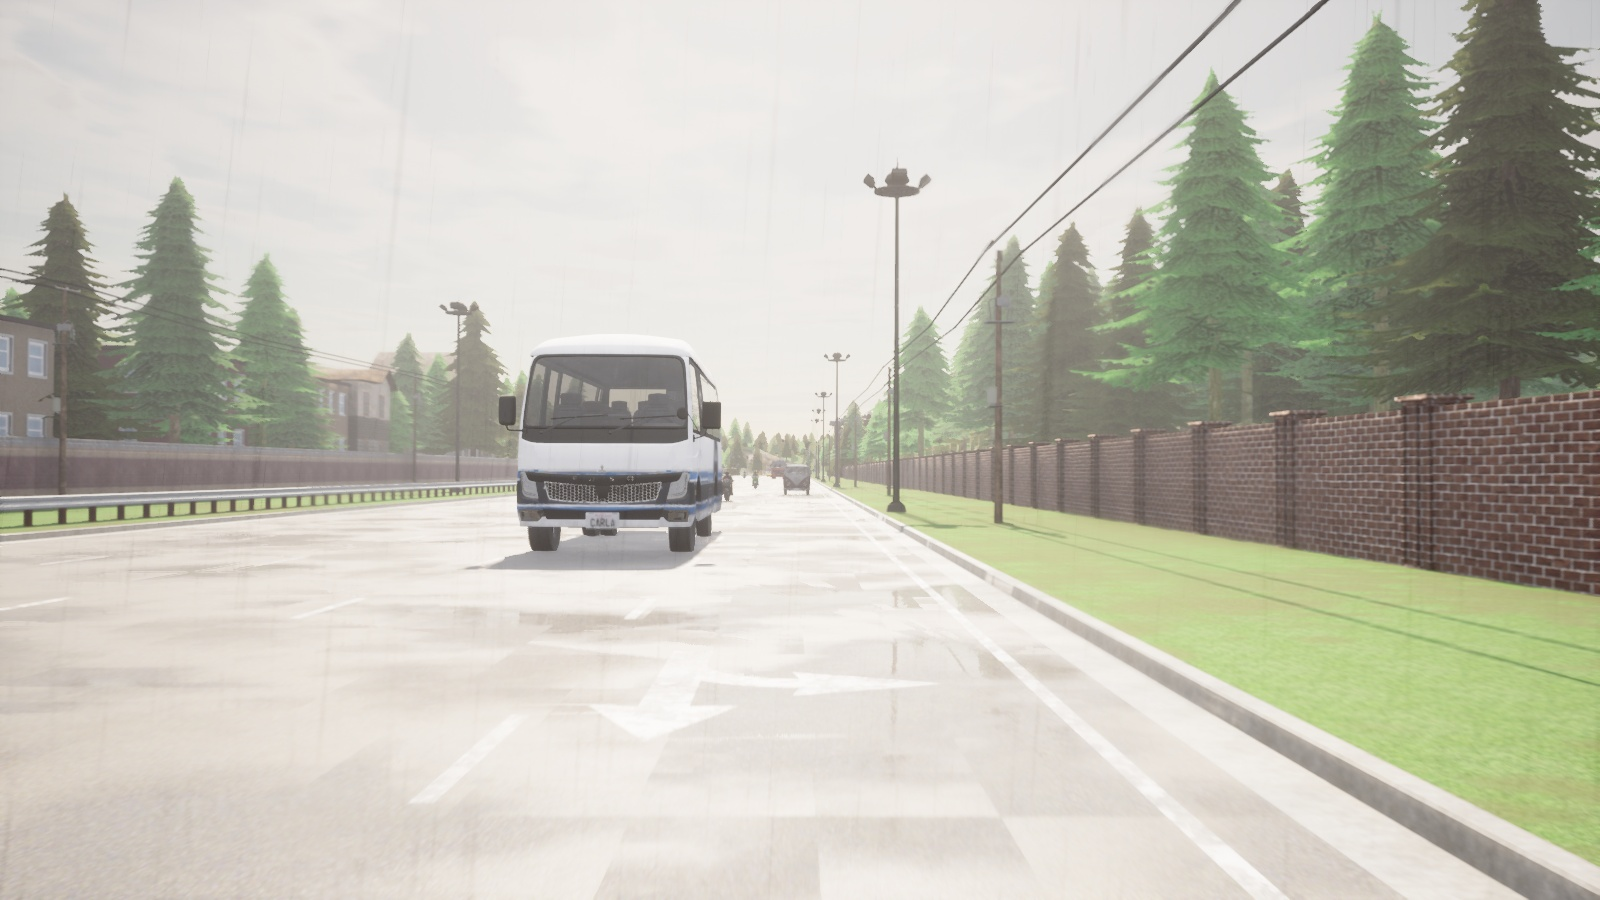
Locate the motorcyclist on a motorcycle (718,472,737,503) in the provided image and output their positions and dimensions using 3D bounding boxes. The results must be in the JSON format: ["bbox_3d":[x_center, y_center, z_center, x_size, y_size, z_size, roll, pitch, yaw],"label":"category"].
[{"bbox_3d":[-3.652,1.872,63.349,0.797,1.523,2.044,0,-1,0],"label":"motorcyclist on a motorcycle"}]

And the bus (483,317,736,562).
[{"bbox_3d":[-3.575,-0.095,27.008,3.944,4.253,10.273,0,-1,0],"label":"bus"}]

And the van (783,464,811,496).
[{"bbox_3d":[-0.197,1.937,81.773,1.775,1.987,4.442,0,-1,0],"label":"van"}]
